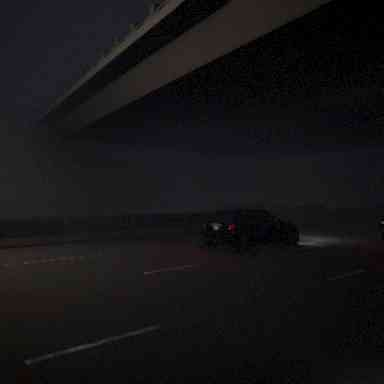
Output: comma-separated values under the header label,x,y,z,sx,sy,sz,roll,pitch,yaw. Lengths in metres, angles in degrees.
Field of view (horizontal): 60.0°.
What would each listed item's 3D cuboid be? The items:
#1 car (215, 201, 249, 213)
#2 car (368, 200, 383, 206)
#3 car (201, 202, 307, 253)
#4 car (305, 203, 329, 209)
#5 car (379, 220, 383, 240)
label,x,y,z,sx,sy,sz,roll,pitch,yaw
car,5.188,1.944,43.105,4.181,1.385,1.994,1,-1,-37
car,37.642,2.259,67.550,4.181,1.385,1.994,1,-1,-37
car,2.669,1.486,14.617,4.553,1.767,2.097,1,-1,-37
car,12.568,1.912,35.527,5.357,1.411,2.033,1,-1,-37
car,11.234,1.695,16.700,4.902,1.511,2.128,1,-1,-37
